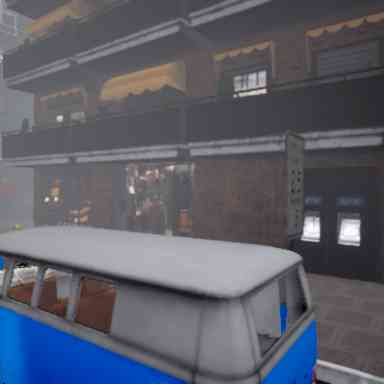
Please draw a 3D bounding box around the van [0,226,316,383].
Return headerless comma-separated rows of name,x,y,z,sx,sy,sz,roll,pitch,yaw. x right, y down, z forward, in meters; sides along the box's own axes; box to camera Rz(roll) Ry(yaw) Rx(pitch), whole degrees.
van,-0.808,1.333,3.420,3.998,1.788,1.690,0,1,35
